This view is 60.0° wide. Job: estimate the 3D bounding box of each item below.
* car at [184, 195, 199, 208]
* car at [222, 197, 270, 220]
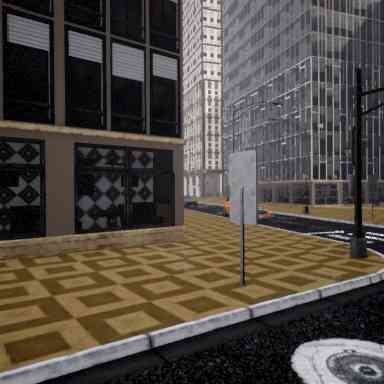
[{"bbox_3d":[-0.831,1.099,39.793,2.033,1.411,5.357,-1,1,-19],"label":"car"},{"bbox_3d":[4.036,1.115,25.302,2.097,1.767,4.553,-1,1,-19],"label":"car"}]
